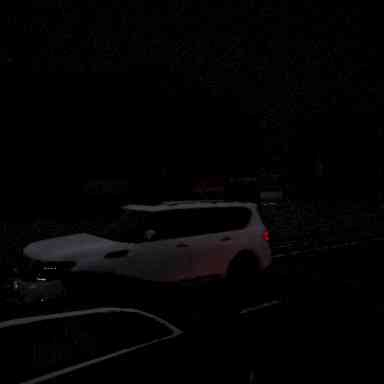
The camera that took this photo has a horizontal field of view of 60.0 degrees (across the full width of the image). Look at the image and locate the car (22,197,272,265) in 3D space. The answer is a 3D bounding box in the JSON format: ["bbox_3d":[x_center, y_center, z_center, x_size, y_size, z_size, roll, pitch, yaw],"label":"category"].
[{"bbox_3d":[-0.702,1.221,7.177,5.566,2.045,2.150,0,0,-36],"label":"car"}]

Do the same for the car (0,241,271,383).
[{"bbox_3d":[-1.700,1.492,2.470,4.902,1.511,2.128,0,0,-36],"label":"car"}]

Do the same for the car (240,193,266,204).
[{"bbox_3d":[11.044,1.171,60.666,2.097,1.767,4.553,-2,2,-35],"label":"car"}]
